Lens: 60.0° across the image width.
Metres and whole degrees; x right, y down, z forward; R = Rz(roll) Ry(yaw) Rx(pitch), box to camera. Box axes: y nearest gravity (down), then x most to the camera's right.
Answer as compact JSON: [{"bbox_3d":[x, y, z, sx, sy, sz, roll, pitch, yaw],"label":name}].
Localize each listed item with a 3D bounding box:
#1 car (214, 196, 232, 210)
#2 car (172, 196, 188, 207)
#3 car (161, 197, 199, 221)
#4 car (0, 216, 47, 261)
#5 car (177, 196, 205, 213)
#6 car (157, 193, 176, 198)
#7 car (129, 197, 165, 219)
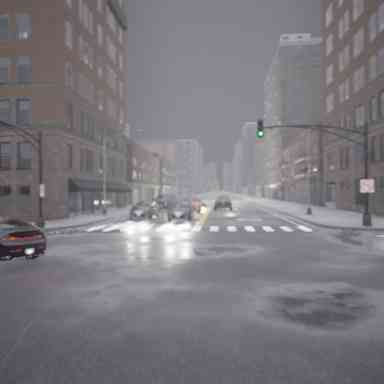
[{"bbox_3d":[3.778,1.246,40.585,2.097,1.767,4.553,0,0,5],"label":"car"},{"bbox_3d":[-1.882,1.423,52.099,1.837,1.490,4.892,0,0,5],"label":"car"},{"bbox_3d":[-0.848,1.453,26.773,2.128,1.511,4.902,0,0,4],"label":"car"},{"bbox_3d":[-7.060,1.573,11.180,4.892,1.490,1.837,-1,-2,27],"label":"car"},{"bbox_3d":[-0.068,1.288,35.914,2.097,1.767,4.553,0,0,5],"label":"car"},{"bbox_3d":[-3.060,1.177,38.898,2.150,2.045,5.566,0,0,5],"label":"car"},{"bbox_3d":[-3.988,1.476,28.440,2.128,1.511,4.902,0,0,4],"label":"car"}]
